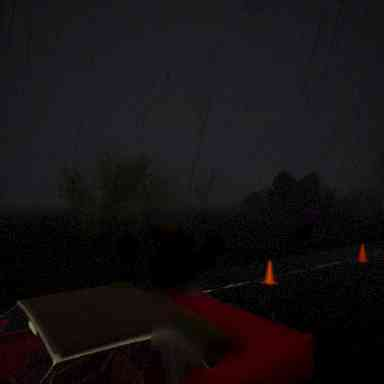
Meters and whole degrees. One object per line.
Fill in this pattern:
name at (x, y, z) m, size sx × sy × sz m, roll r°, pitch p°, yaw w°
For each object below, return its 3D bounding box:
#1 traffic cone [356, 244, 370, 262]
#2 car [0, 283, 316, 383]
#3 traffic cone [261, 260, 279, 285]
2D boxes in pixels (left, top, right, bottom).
traffic cone at (5.938, 2.099, 11.578) m, size 0.340 × 0.580 × 0.340 m, roll 1°, pitch -1°, yaw -38°
car at (-1.145, 1.617, 2.695) m, size 4.718 × 1.301 × 1.895 m, roll 1°, pitch -1°, yaw -36°
traffic cone at (2.004, 2.043, 8.559) m, size 0.340 × 0.580 × 0.340 m, roll 1°, pitch -1°, yaw -37°
